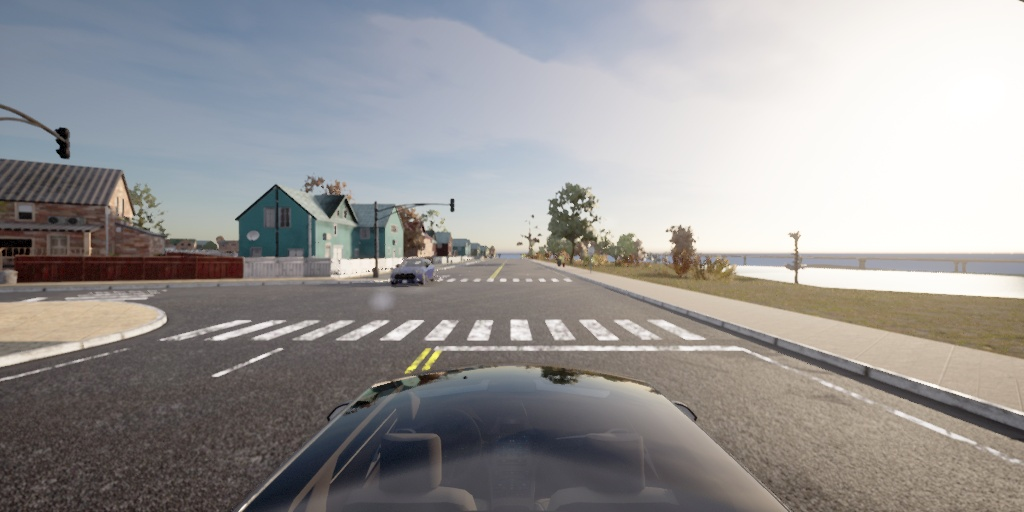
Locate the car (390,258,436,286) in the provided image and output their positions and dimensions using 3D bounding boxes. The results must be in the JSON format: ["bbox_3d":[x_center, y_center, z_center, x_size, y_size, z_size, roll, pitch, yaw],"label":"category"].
[{"bbox_3d":[-6.549,0.961,24.094,2.097,1.767,4.553,0,0,0],"label":"car"}]
